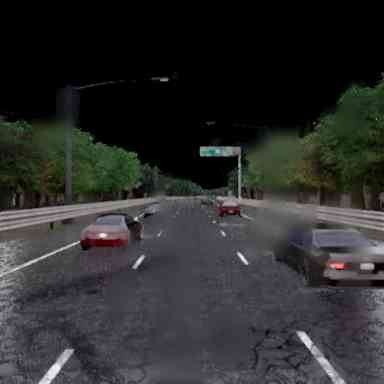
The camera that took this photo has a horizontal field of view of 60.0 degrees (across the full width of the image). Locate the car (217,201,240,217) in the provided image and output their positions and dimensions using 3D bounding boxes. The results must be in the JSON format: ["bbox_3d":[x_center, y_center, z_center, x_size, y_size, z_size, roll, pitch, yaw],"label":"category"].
[{"bbox_3d":[3.607,1.643,32.988,1.882,1.535,5.008,0,0,0],"label":"car"}]

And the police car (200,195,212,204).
[{"bbox_3d":[3.514,1.957,74.847,2.038,1.542,4.974,0,-1,0],"label":"police car"}]

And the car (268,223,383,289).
[{"bbox_3d":[3.601,1.590,9.349,2.033,1.411,5.357,0,0,0],"label":"car"}]

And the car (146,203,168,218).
[{"bbox_3d":[-3.394,1.725,32.114,1.994,1.385,4.181,0,0,0],"label":"car"}]

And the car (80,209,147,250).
[{"bbox_3d":[-3.397,1.633,14.693,1.994,1.385,4.181,0,0,0],"label":"car"}]
